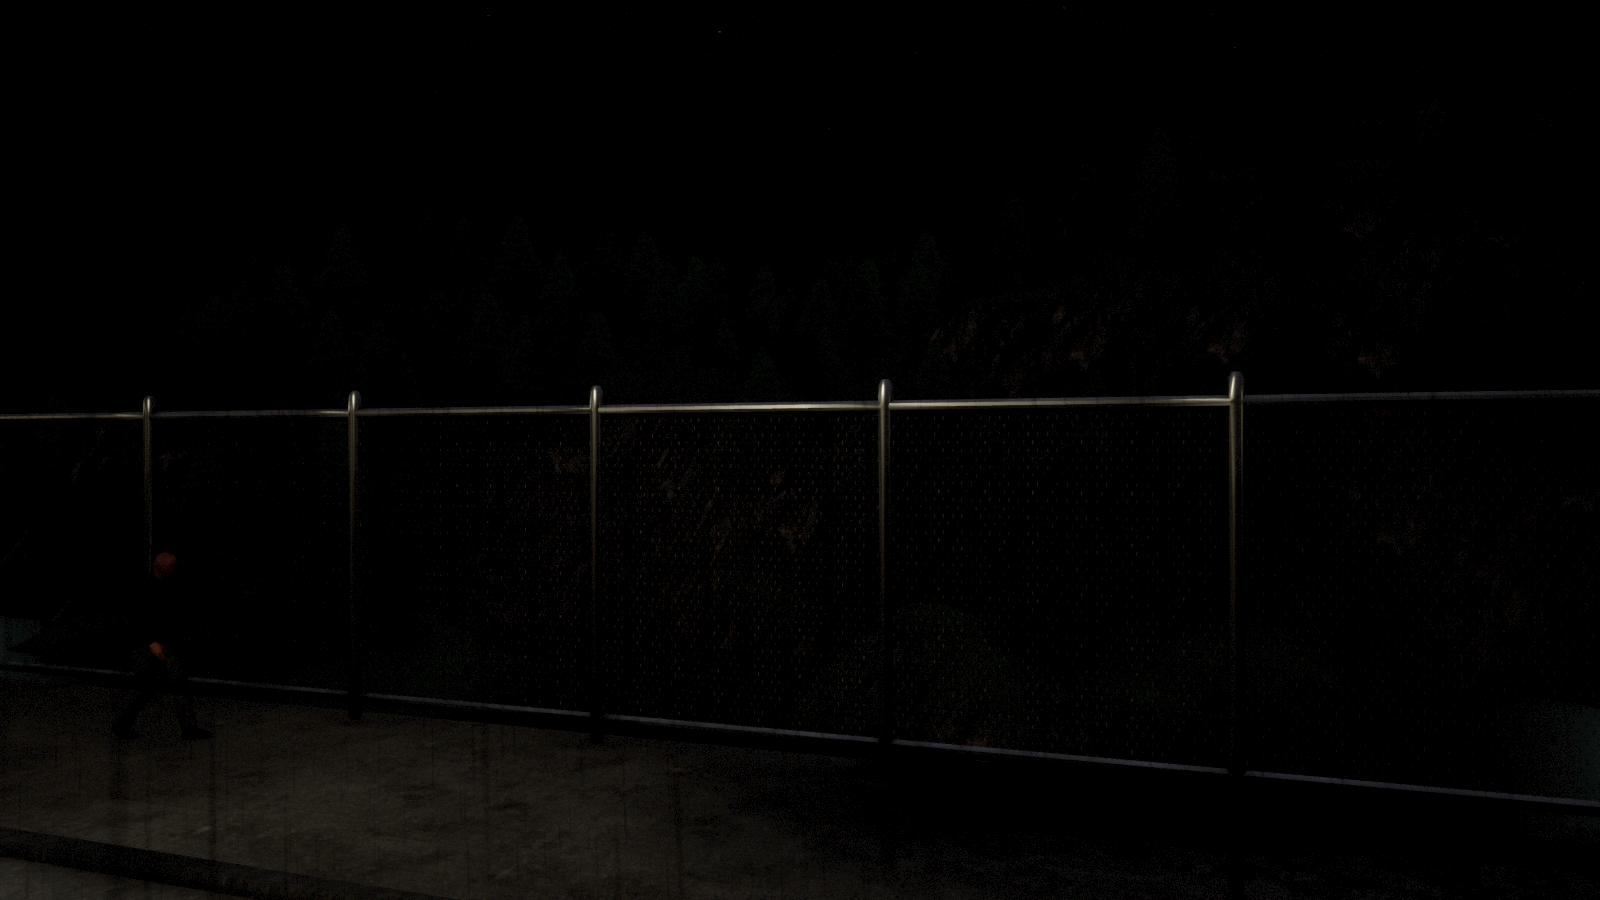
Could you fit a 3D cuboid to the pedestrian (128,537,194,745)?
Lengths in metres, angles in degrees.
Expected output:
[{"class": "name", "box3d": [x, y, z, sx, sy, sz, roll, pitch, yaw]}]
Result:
[{"class": "pedestrian", "box3d": [-5.909, 1.748, 10.575, 0.375, 1.860, 0.375, 0, 0, 11]}]

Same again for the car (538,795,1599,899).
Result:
[{"class": "car", "box3d": [1.438, 2.155, 3.288, 4.718, 1.301, 1.895, 0, 0, 20]}]
